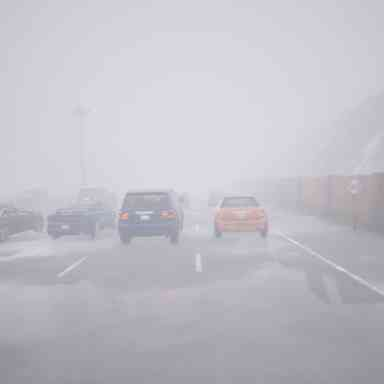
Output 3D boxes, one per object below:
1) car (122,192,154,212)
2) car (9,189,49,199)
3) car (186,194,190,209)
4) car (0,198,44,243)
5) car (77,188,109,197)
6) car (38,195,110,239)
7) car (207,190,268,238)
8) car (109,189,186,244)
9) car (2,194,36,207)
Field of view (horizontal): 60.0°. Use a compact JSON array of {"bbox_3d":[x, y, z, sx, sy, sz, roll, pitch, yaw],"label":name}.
[{"bbox_3d":[-4.721,0.822,29.893,1.837,1.490,4.892,-2,2,2],"label":"car"},{"bbox_3d":[-18.573,0.708,38.476,2.150,2.045,5.566,-2,2,2],"label":"car"},{"bbox_3d":[-1.224,0.708,29.802,2.128,1.511,4.902,-2,2,2],"label":"car"},{"bbox_3d":[-8.540,1.319,15.093,2.128,1.511,4.902,-2,2,1],"label":"car"},{"bbox_3d":[-8.262,0.666,29.035,2.150,2.045,5.566,-2,2,2],"label":"car"},{"bbox_3d":[-5.023,1.182,15.796,1.882,1.535,5.008,-2,2,1],"label":"car"},{"bbox_3d":[1.952,0.876,14.922,2.097,1.767,4.553,-2,1,1],"label":"car"},{"bbox_3d":[-1.576,0.875,14.076,2.150,2.045,5.566,-2,2,1],"label":"car"},{"bbox_3d":[-22.008,1.040,42.520,1.994,1.385,4.181,-2,2,2],"label":"car"}]
